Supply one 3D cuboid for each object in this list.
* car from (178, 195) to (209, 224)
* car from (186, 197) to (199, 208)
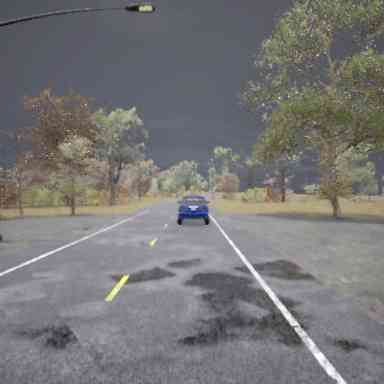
[{"bbox_3d":[0.104,1.250,25.309,2.150,2.045,5.566,0,0,0],"label":"car"},{"bbox_3d":[0.108,1.534,51.190,1.882,1.535,5.008,0,0,0],"label":"car"}]
